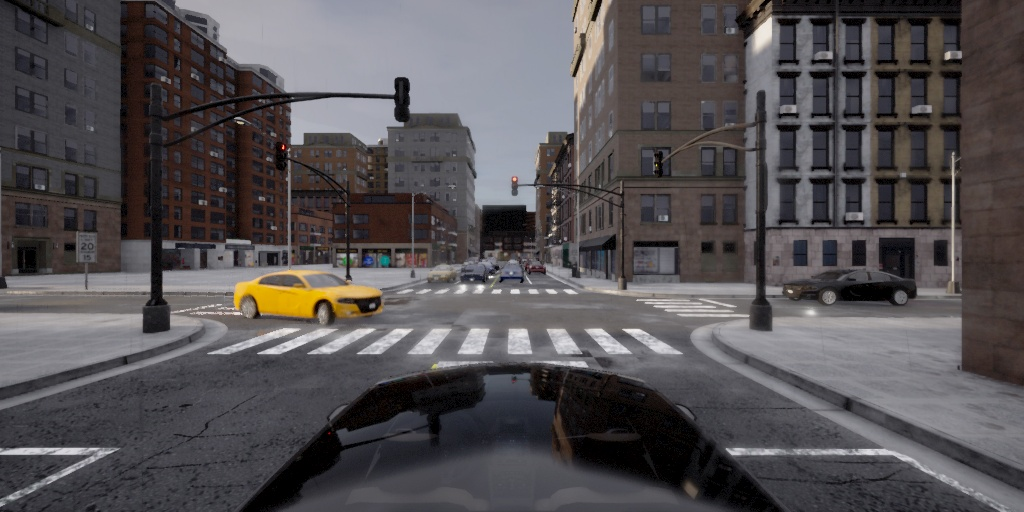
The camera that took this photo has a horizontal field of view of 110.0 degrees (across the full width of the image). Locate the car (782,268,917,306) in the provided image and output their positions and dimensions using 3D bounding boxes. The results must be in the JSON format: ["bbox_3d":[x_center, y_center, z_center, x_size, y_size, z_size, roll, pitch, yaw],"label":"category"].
[{"bbox_3d":[14.777,1.310,15.858,5.008,1.535,1.882,0,0,-1],"label":"car"}]

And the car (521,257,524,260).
[{"bbox_3d":[2.652,1.066,45.054,2.192,1.841,5.009,0,0,0],"label":"car"}]

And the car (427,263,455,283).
[{"bbox_3d":[-5.379,1.276,27.901,1.751,1.417,4.829,0,0,0],"label":"car"}]

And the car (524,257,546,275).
[{"bbox_3d":[2.650,1.191,39.391,1.967,1.591,4.097,0,0,0],"label":"car"}]

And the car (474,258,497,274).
[{"bbox_3d":[-2.839,1.277,38.204,1.812,1.442,4.674,0,0,0],"label":"car"}]

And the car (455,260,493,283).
[{"bbox_3d":[-2.840,1.298,28.153,2.033,1.411,5.357,0,0,0],"label":"car"}]

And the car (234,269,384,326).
[{"bbox_3d":[-6.486,1.208,11.486,5.008,1.535,1.882,0,-1,20],"label":"car"}]

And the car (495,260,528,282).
[{"bbox_3d":[0.019,1.298,28.475,2.033,1.411,5.357,0,0,2],"label":"car"}]

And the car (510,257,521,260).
[{"bbox_3d":[0.124,1.279,62.327,1.812,1.442,4.674,0,0,0],"label":"car"}]

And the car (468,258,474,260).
[{"bbox_3d":[-5.373,1.302,45.057,2.007,1.370,4.403,0,0,0],"label":"car"}]
